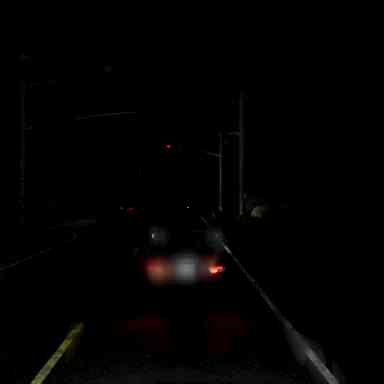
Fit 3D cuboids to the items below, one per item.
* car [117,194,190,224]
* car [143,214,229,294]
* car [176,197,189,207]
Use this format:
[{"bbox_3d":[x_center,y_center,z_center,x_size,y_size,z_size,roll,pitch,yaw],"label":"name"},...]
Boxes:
[{"bbox_3d":[-2.795,1.218,24.932,5.566,2.045,2.150,0,2,-36],"label":"car"},{"bbox_3d":[-0.167,1.547,8.918,2.033,1.411,5.357,0,0,-1],"label":"car"},{"bbox_3d":[-1.500,1.544,52.880,2.033,1.411,5.357,0,0,-2],"label":"car"}]
